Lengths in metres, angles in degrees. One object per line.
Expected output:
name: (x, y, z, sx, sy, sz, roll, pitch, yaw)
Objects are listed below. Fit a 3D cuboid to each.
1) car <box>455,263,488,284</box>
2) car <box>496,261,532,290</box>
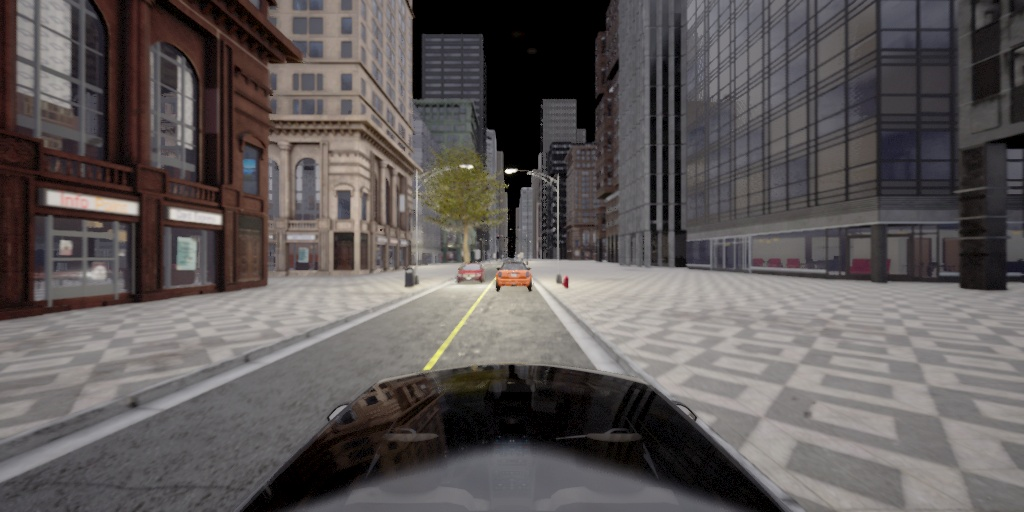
car: (-2.994, 1.282, 27.129, 1.812, 1.442, 4.674, 0, 0, 0)
car: (0.106, 1.107, 22.326, 2.097, 1.767, 4.553, 0, 0, 0)
